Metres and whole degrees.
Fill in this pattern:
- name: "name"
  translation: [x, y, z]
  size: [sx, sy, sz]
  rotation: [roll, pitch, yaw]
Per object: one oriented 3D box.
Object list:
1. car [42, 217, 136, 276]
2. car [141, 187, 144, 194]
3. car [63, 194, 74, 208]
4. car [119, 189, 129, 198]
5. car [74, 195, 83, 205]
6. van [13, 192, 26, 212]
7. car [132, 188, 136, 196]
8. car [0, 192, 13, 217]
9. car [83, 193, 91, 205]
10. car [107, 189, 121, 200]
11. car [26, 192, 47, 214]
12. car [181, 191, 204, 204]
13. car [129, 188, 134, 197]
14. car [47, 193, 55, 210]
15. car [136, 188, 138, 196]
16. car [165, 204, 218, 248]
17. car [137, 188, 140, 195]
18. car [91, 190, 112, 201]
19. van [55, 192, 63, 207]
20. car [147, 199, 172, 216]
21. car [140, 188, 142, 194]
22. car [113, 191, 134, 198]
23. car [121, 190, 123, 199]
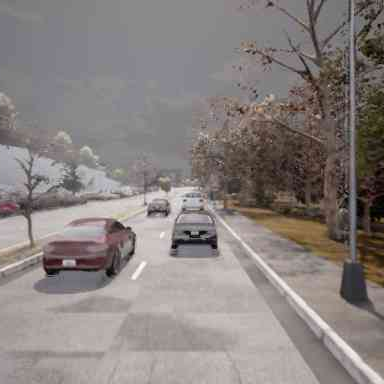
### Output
- name: "car"
  translation: [-2.917, 1.502, 10.173]
  size: [1.812, 1.442, 4.674]
  rotation: [0, 0, 0]
- name: "car"
  translation: [-16.850, 0.164, 93.803]
  size: [5.008, 1.535, 2.097]
  rotation: [-1, 2, -20]
- name: "car"
  translation: [-16.841, 1.017, 39.792]
  size: [4.553, 1.767, 2.185]
  rotation: [-1, 1, -20]
- name: "car"
  translation: [-16.840, 0.481, 69.800]
  size: [5.566, 2.045, 2.435]
  rotation: [-1, 1, -20]
- name: "car"
  translation: [-16.864, 1.144, 42.767]
  size: [4.674, 1.452, 2.002]
  rotation: [-1, 1, -20]
- name: "van"
  translation: [-16.767, 1.073, 27.896]
  size: [4.442, 1.987, 1.878]
  rotation: [-1, 1, -20]
- name: "car"
  translation: [-16.889, 0.303, 78.779]
  size: [5.566, 2.045, 2.435]
  rotation: [-1, 1, -20]
- name: "car"
  translation: [-16.902, 1.088, 24.852]
  size: [5.566, 2.045, 2.435]
  rotation: [-1, 1, -20]
- name: "car"
  translation: [-16.842, 1.094, 45.785]
  size: [4.792, 1.488, 2.163]
  rotation: [-1, 1, -20]
- name: "car"
  translation: [-17.036, 0.825, 63.712]
  size: [5.366, 1.575, 1.946]
  rotation: [-1, 1, -20]
- name: "car"
  translation: [-16.850, 1.009, 30.848]
  size: [5.566, 2.045, 2.435]
  rotation: [-1, 1, -20]
- name: "car"
  translation: [0.087, 0.941, 34.548]
  size: [2.150, 2.045, 5.566]
  rotation: [0, 1, 0]
- name: "car"
  translation: [-16.689, 0.611, 75.857]
  size: [5.366, 1.575, 1.946]
  rotation: [-1, 1, -20]
- name: "car"
  translation: [-16.864, 1.223, 33.820]
  size: [4.892, 1.521, 2.231]
  rotation: [-1, 1, -20]
- name: "car"
  translation: [-16.861, 0.453, 84.808]
  size: [4.674, 1.452, 2.002]
  rotation: [-1, 1, -20]
- name: "car"
  translation: [0.095, 1.495, 14.448]
  size: [2.033, 1.411, 5.357]
  rotation: [0, 0, 0]
- name: "car"
  translation: [-16.890, 0.207, 87.791]
  size: [4.553, 1.767, 2.185]
  rotation: [-1, 1, -20]
- name: "car"
  translation: [-16.840, 0.935, 57.790]
  size: [4.792, 1.488, 2.163]
  rotation: [-1, 1, -20]
- name: "van"
  translation: [-16.981, 0.959, 36.756]
  size: [4.442, 1.987, 1.878]
  rotation: [-1, 1, -20]
- name: "car"
  translation: [-2.912, 1.323, 30.219]
  size: [2.033, 1.411, 5.357]
  rotation: [0, 1, 0]
- name: "car"
  translation: [-16.860, 0.290, 90.805]
  size: [4.674, 1.452, 2.002]
  rotation: [-1, 1, -20]
- name: "car"
  translation: [-16.885, 0.514, 81.783]
  size: [4.792, 1.488, 2.163]
  rotation: [-1, 2, -20]
- name: "car"
  translation: [-16.868, 0.819, 66.786]
  size: [4.674, 1.452, 2.002]
  rotation: [-1, 1, -20]
